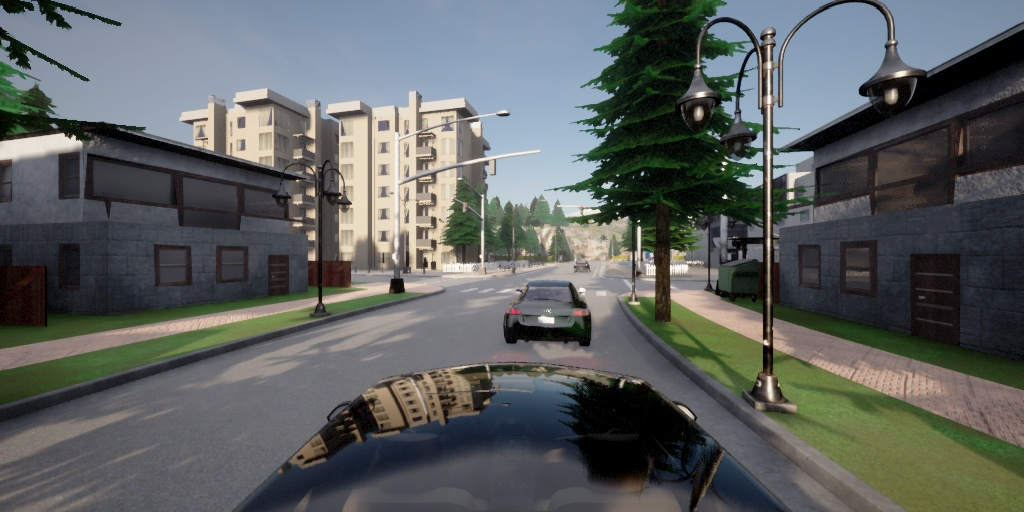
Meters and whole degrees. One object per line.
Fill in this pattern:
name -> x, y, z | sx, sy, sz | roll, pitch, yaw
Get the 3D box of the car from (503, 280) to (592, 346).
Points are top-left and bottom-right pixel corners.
car -> 1.011, 1.314, 9.488 | 1.994, 1.385, 4.181 | 0, 0, 9

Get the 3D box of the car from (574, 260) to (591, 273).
car -> 8.802, 1.276, 45.011 | 2.128, 1.511, 4.902 | 0, 0, 14
